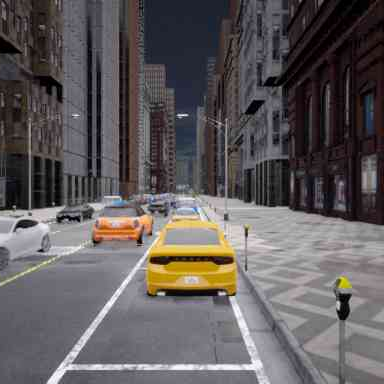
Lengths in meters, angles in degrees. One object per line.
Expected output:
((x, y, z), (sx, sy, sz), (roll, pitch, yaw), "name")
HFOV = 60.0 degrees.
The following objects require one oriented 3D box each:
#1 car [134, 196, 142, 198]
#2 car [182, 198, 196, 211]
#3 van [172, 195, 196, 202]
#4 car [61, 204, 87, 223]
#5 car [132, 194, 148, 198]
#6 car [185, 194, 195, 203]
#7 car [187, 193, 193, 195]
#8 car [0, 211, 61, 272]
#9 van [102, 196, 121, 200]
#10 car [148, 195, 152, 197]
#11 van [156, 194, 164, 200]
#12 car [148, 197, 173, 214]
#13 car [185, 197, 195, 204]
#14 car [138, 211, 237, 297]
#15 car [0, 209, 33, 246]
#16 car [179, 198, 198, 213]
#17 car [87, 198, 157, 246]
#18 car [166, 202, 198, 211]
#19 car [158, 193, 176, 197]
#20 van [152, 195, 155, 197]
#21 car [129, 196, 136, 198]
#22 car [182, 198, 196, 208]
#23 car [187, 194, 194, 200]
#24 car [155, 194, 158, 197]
((-8.910, 1.585, 48.269), (1.947, 1.339, 4.313), (0, 0, 0), "car")
((-0.385, 1.541, 42.814), (1.752, 1.417, 4.829), (0, 0, 0), "car")
((-0.386, 1.348, 25.735), (1.690, 1.788, 3.998), (0, 0, 0), "van")
((-8.910, 1.573, 25.722), (1.947, 1.339, 4.313), (0, 0, 0), "car")
((-8.911, 1.337, 53.906), (2.192, 1.841, 5.009), (0, 0, 0), "car")
((-0.386, 1.346, 70.826), (2.192, 1.841, 5.009), (0, 0, 0), "car")
((-0.386, 1.465, 59.552), (1.967, 1.590, 4.097), (0, 0, 0), "car")
((-6.247, 1.527, 10.938), (1.812, 1.442, 4.674), (0, 0, 0), "car")
((-8.911, 1.354, 36.996), (1.690, 1.788, 3.998), (0, 0, 0), "van")
((-8.910, 1.569, 59.543), (1.887, 1.381, 4.507), (0, 0, 0), "car")
((-8.911, 1.385, 93.363), (1.690, 1.788, 3.998), (0, 0, 0), "van")
((-3.146, 1.515, 31.884), (1.837, 1.490, 4.892), (0, 0, 0), "car")
((-0.385, 1.594, 65.189), (1.947, 1.339, 4.313), (0, 0, 0), "car")
((-0.006, 1.478, 8.650), (1.882, 1.535, 5.008), (0, 0, 0), "car")
((-8.910, 1.547, 14.449), (1.887, 1.381, 4.507), (0, 0, 0), "car")
((-0.386, 1.453, 37.008), (1.967, 1.590, 4.097), (0, 0, 0), "car")
((-3.047, 1.355, 15.507), (2.097, 1.767, 4.553), (0, 0, 0), "car")
((-0.385, 1.530, 20.269), (1.752, 1.417, 4.829), (0, 0, 0), "car")
((-3.046, 1.369, 45.991), (2.097, 1.767, 4.553), (0, 0, 0), "car")
((-8.911, 1.369, 65.180), (1.690, 1.788, 3.998), (0, 0, 0), "van")
((-8.910, 1.582, 42.633), (1.947, 1.339, 4.313), (0, 0, 0), "car")
((-0.385, 1.570, 48.280), (2.008, 1.369, 4.403), (0, 0, 0), "car")
((-0.386, 1.484, 93.370), (1.967, 1.590, 4.097), (0, 0, 0), "car")
((-8.911, 1.471, 70.817), (1.967, 1.590, 4.097), (0, 0, 0), "car")
